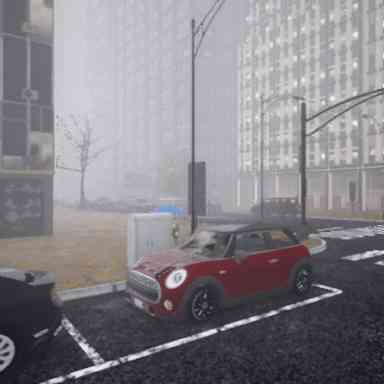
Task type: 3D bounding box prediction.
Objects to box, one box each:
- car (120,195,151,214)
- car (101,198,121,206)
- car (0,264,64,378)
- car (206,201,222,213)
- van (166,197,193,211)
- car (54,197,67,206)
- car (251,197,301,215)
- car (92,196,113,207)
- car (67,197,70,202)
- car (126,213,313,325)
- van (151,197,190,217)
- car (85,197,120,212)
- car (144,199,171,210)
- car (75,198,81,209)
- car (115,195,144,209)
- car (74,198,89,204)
[{"bbox_3d":[-5.082,1.478,34.529,2.192,1.841,5.009,-1,0,-36],"label":"car"},{"bbox_3d":[-15.210,1.891,62.437,2.008,1.369,4.403,0,0,-36],"label":"car"},{"bbox_3d":[-3.829,1.553,3.828,4.403,1.369,2.008,0,0,-35],"label":"car"},{"bbox_3d":[1.673,1.710,39.491,2.008,1.369,4.403,-1,0,-36],"label":"car"},{"bbox_3d":[-1.705,1.537,44.080,1.690,1.788,3.998,0,0,-36],"label":"van"},{"bbox_3d":[-25.341,1.962,62.065,1.802,1.307,4.206,0,0,-36],"label":"car"},{"bbox_3d":[7.841,1.406,31.106,2.192,1.841,5.009,-1,0,-36],"label":"car"},{"bbox_3d":[-15.815,1.677,58.727,2.097,1.767,4.553,0,0,-36],"label":"car"},{"bbox_3d":[-34.092,2.013,88.629,1.882,1.535,5.008,0,0,-36],"label":"car"},{"bbox_3d":[0.680,1.431,7.042,4.097,1.590,1.967,0,0,-35],"label":"car"},{"bbox_3d":[-1.706,1.467,29.940,1.690,1.788,3.998,-1,0,-36],"label":"van"},{"bbox_3d":[-11.836,1.552,43.708,2.192,1.841,5.009,0,0,-36],"label":"car"},{"bbox_3d":[-5.080,1.799,48.670,1.947,1.339,4.313,0,0,-36],"label":"car"},{"bbox_3d":[-15.212,1.713,48.297,1.967,1.590,4.097,0,0,-36],"label":"car"},{"bbox_3d":[-9.514,1.480,50.235,2.150,2.045,5.566,0,0,-36],"label":"car"},{"bbox_3d":[-25.341,2.012,76.206,1.947,1.339,4.313,0,0,-36],"label":"car"}]
